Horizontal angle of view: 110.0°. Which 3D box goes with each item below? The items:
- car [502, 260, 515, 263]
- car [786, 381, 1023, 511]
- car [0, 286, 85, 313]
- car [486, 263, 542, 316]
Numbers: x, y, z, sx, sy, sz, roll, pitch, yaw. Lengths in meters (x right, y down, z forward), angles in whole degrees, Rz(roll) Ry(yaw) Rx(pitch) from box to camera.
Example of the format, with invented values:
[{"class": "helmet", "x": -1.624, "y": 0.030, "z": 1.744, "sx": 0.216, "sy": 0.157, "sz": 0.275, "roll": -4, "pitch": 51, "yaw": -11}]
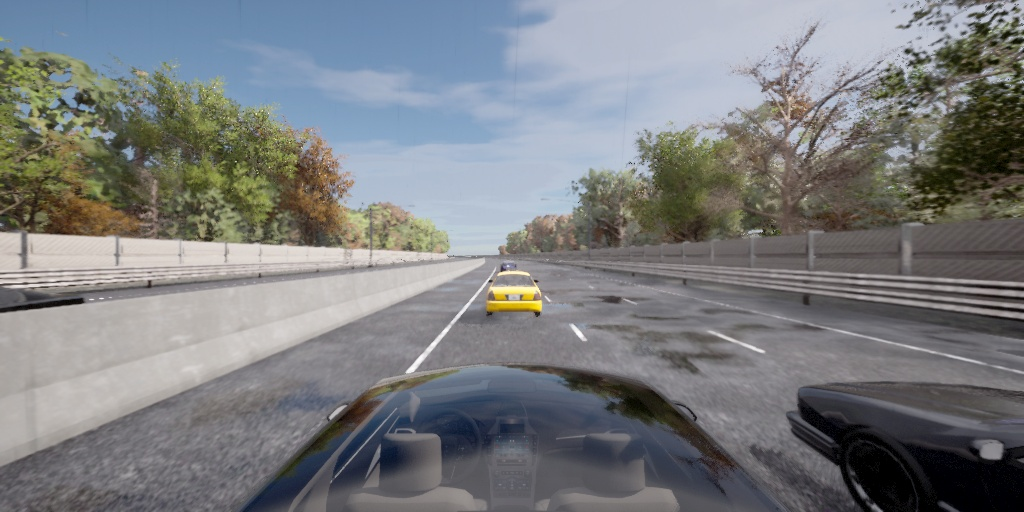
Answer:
[{"class": "car", "x": -0.445, "y": 1.270, "z": 44.397, "sx": 2.163, "sy": 1.488, "sz": 4.792, "roll": 0, "pitch": 0, "yaw": -1}, {"class": "car", "x": 3.592, "y": 1.297, "z": 0.990, "sx": 2.033, "sy": 1.411, "sz": 5.357, "roll": 0, "pitch": 0, "yaw": 0}, {"class": "car", "x": -10.616, "y": 1.232, "z": 6.033, "sx": 1.882, "sy": 1.535, "sz": 5.008, "roll": 0, "pitch": 0, "yaw": 0}, {"class": "car", "x": 0.047, "y": 1.211, "z": 13.238, "sx": 1.801, "sy": 1.575, "sz": 5.366, "roll": 0, "pitch": 0, "yaw": 0}]
